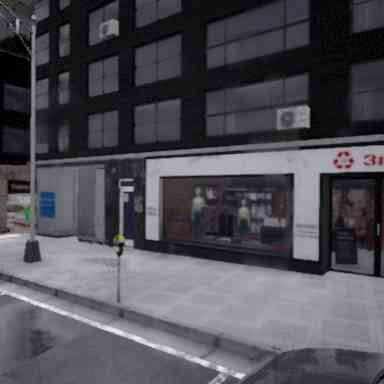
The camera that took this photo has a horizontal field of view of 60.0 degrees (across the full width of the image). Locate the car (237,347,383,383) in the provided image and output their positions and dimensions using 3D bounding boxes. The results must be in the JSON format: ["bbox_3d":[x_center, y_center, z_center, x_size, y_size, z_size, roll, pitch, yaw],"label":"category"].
[{"bbox_3d":[2.154,1.551,1.533,4.403,1.369,2.008,0,1,36],"label":"car"}]
